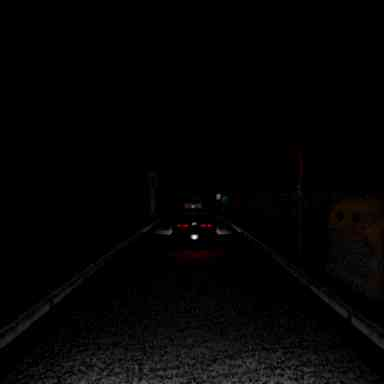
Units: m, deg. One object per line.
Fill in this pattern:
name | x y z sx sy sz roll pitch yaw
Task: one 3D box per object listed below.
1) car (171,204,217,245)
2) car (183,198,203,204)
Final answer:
car | 0.102 1.525 15.438 1.837 1.490 4.892 0 -1 0
car | 0.105 1.741 38.776 2.150 2.045 5.566 0 -2 0
